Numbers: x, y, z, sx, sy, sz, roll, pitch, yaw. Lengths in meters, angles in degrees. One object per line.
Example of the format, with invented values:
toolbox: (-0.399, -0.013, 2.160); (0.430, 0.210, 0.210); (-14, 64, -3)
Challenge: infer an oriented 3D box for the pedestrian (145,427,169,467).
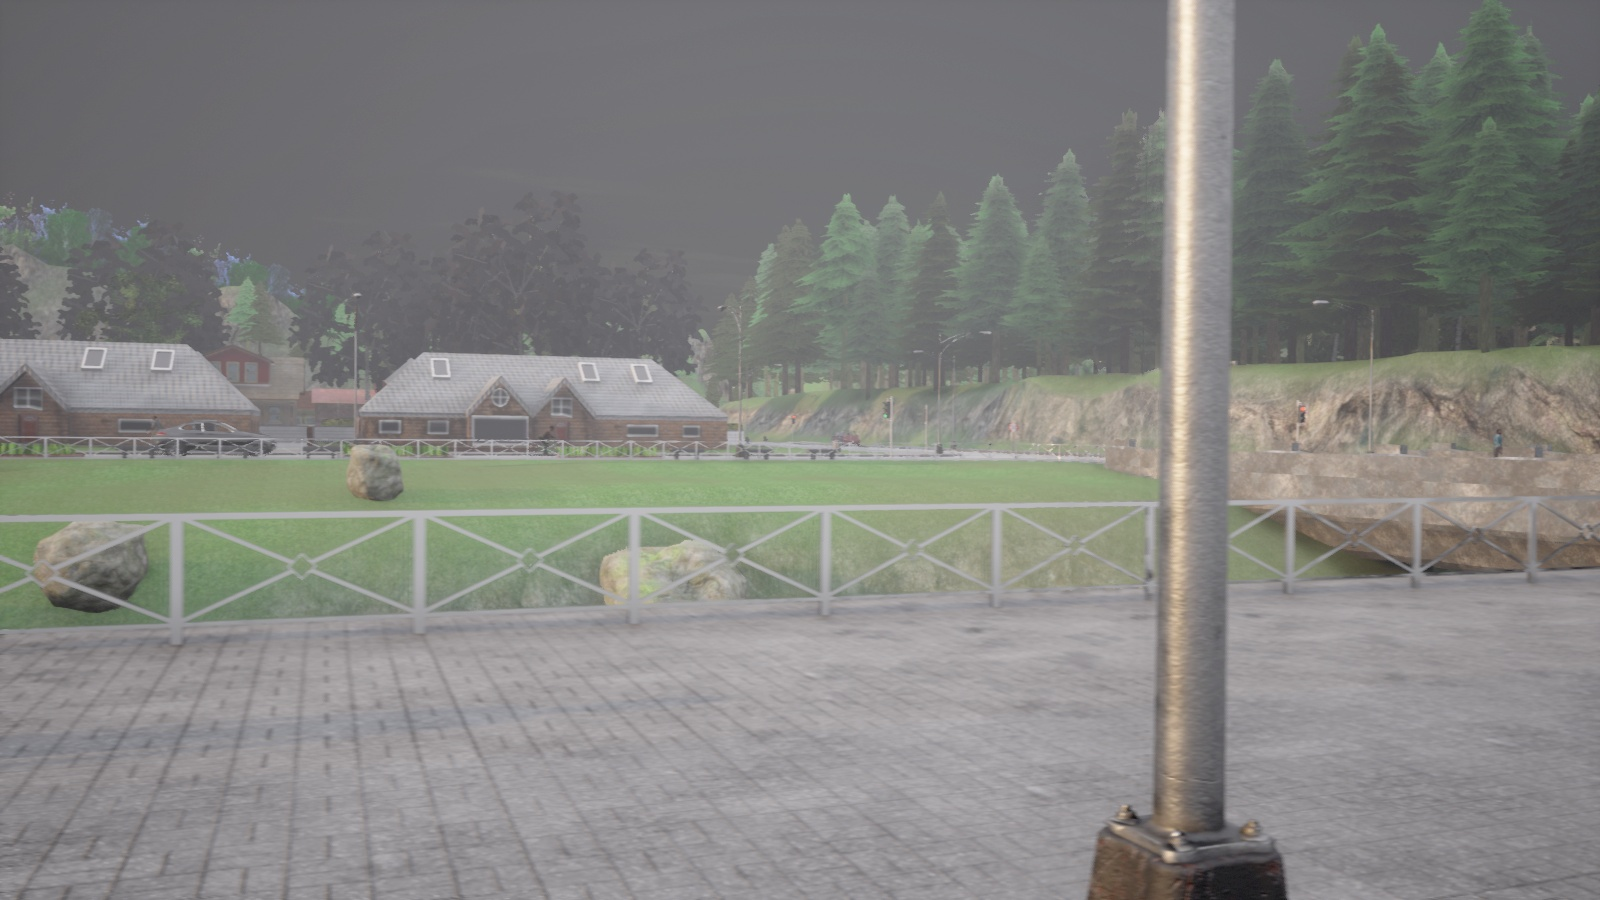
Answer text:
pedestrian: (-31.921, -0.162, 62.385); (0.873, 1.952, 0.659); (-1, 1, -9)

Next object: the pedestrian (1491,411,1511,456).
pedestrian: (30.587, -0.714, 54.790); (0.396, 1.930, 0.692); (-1, 1, -21)

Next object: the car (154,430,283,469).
car: (-25.702, -0.051, 55.682); (5.027, 1.651, 2.152); (-1, 1, -21)
